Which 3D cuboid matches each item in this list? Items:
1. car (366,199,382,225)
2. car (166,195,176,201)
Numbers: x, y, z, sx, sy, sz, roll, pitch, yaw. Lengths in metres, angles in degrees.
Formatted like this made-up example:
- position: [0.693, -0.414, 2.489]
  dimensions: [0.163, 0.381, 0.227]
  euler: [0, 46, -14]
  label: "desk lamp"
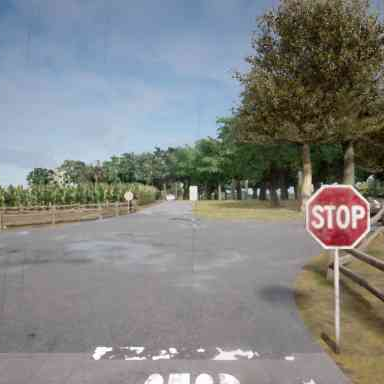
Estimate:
- position: [9.138, 1.104, 17.977]
  dimensions: [4.902, 1.511, 2.128]
  euler: [-2, -2, 0]
  label: "car"
- position: [-4.785, 1.329, 74.985]
  dimensions: [1.812, 1.442, 4.674]
  euler: [0, 0, 0]
  label: "car"
